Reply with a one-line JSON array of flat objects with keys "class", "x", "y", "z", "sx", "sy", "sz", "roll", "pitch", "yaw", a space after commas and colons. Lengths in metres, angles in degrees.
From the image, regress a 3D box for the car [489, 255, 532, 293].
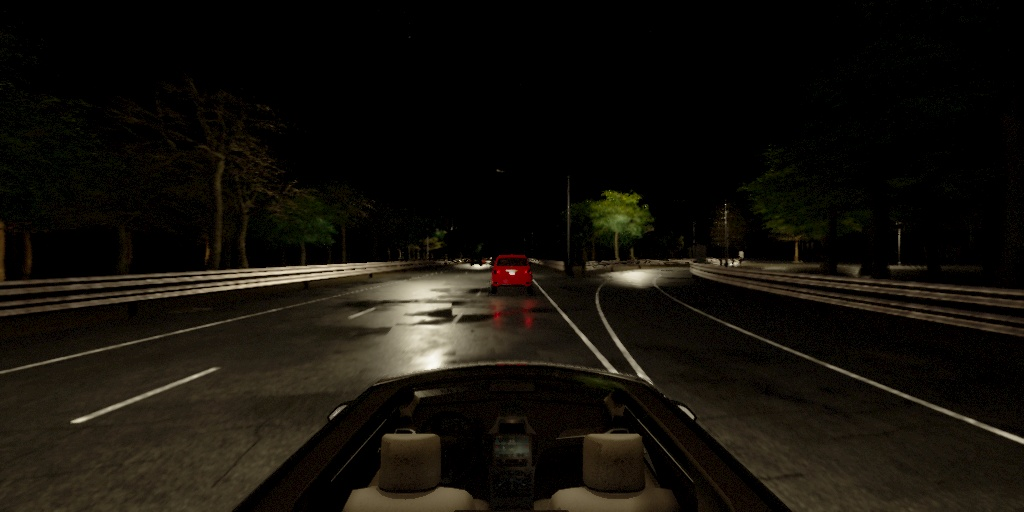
[{"class": "car", "x": 0.000, "y": 0.972, "z": 20.782, "sx": 2.150, "sy": 2.045, "sz": 5.566, "roll": 0, "pitch": 0, "yaw": 0}]
